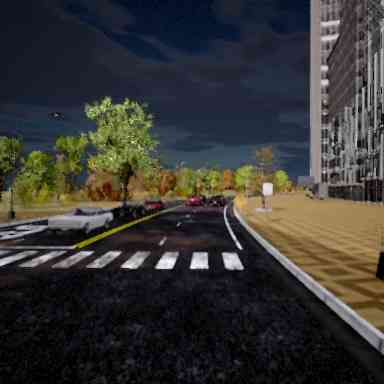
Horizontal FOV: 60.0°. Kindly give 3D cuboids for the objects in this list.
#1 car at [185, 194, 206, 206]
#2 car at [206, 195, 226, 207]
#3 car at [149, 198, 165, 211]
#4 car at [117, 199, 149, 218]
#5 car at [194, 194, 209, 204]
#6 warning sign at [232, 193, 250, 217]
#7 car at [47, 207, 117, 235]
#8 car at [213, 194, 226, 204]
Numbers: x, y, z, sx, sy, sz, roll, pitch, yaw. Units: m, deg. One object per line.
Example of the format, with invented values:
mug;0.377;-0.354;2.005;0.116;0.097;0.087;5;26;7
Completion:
car;0.353;1.147;49.506;2.097;1.767;4.553;0;0;8
car;3.532;1.280;48.657;1.882;1.535;5.008;0;0;8
car;-4.415;1.398;38.451;1.994;1.385;4.181;0;0;7
car;-5.375;1.475;28.431;1.895;1.301;4.718;0;0;5
car;1.699;1.236;59.006;1.882;1.535;5.008;0;0;10
warning sign;3.921;1.006;26.739;1.300;1.860;1.060;0;0;4
car;-6.043;1.516;18.508;1.895;1.301;4.718;0;0;6
car;4.998;1.241;59.031;1.882;1.535;5.008;0;0;10
